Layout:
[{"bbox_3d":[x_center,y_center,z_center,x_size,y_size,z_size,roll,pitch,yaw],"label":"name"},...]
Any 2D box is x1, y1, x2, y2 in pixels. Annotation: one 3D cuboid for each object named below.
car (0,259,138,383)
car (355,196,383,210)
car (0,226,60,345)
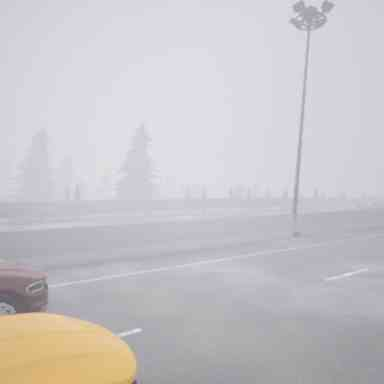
[{"bbox_3d":[-2.699,1.479,1.825,5.008,1.535,1.882,0,0,-35],"label":"car"},{"bbox_3d":[22.326,1.340,41.365,4.553,1.767,2.097,1,0,-35],"label":"car"},{"bbox_3d":[-4.715,1.480,4.687,5.008,1.535,1.882,0,0,-35],"label":"car"}]
